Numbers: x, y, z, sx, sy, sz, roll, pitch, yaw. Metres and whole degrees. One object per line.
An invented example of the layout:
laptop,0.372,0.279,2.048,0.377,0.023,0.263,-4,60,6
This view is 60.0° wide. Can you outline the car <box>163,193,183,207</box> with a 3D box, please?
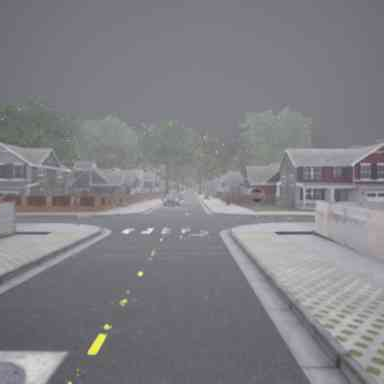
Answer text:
car,-2.745,1.001,44.984,2.097,1.767,4.553,0,0,0
